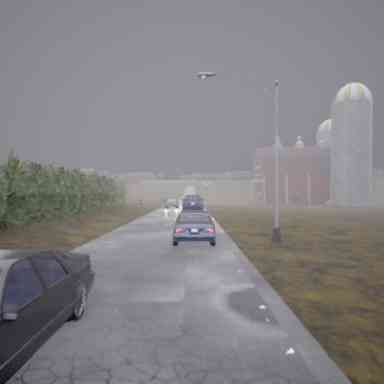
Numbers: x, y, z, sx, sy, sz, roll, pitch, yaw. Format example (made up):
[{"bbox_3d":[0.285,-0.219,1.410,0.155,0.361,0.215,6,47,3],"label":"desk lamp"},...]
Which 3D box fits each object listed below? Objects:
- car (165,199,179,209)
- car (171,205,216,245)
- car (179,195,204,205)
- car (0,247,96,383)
[{"bbox_3d":[-2.843,1.666,47.279,1.812,1.442,4.674,0,0,0],"label":"car"},{"bbox_3d":[0.094,1.550,15.514,2.033,1.411,5.357,0,0,0],"label":"car"},{"bbox_3d":[0.089,1.286,34.950,2.150,2.045,5.566,0,0,0],"label":"car"},{"bbox_3d":[-2.851,1.546,4.522,2.033,1.411,5.357,0,0,0],"label":"car"}]
